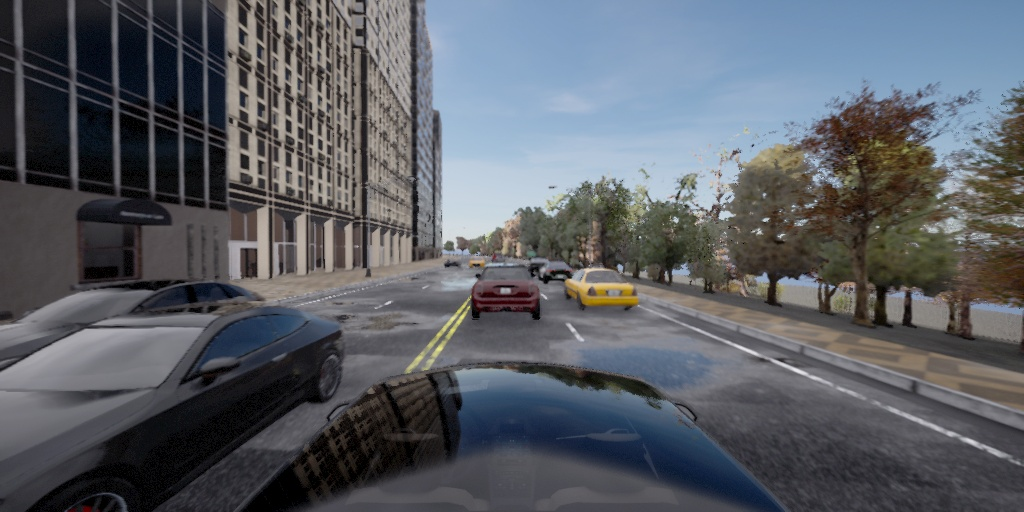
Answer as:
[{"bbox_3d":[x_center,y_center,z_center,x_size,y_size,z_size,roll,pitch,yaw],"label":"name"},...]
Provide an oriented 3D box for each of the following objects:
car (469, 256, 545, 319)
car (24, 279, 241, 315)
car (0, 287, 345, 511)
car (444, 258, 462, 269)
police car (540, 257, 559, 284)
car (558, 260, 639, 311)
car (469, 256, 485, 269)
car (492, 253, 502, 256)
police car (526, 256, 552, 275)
[{"bbox_3d":[-0.225,1.008,12.520,2.097,1.767,4.553,0,0,-1],"label":"car"},{"bbox_3d":[-6.629,1.218,6.400,1.837,1.490,4.892,0,0,0],"label":"car"},{"bbox_3d":[-3.364,1.261,3.579,1.812,1.442,4.674,0,0,0],"label":"car"},{"bbox_3d":[-7.727,0.951,47.010,1.895,1.301,4.718,0,1,-3],"label":"car"},{"bbox_3d":[2.955,1.054,24.661,2.038,1.542,4.974,0,0,-1],"label":"police car"},{"bbox_3d":[3.166,1.100,13.796,1.801,1.575,5.366,0,1,-1],"label":"car"},{"bbox_3d":[-4.421,0.836,45.930,1.882,1.535,5.008,0,0,-3],"label":"car"},{"bbox_3d":[-2.052,0.677,64.009,2.128,1.511,4.902,0,1,-3],"label":"car"},{"bbox_3d":[2.608,0.873,35.821,1.930,1.638,5.238,0,1,-2],"label":"police car"}]
